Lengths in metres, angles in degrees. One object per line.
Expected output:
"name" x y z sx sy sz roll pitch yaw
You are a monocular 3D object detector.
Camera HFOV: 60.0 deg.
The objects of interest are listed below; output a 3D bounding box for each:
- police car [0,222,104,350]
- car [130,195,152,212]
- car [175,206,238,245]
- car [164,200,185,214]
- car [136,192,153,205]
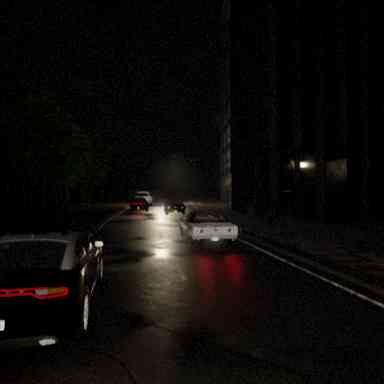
"police car" -2.860 1.410 6.565 1.930 1.638 5.238 0 0 -10
"car" -5.651 1.345 36.113 1.837 1.490 4.892 0 0 -5
"car" 0.559 1.553 15.354 1.895 1.301 4.718 0 0 -9
"car" -1.768 1.459 32.787 1.895 1.301 4.718 0 0 -6
"car" -6.734 1.003 46.510 2.150 2.045 5.566 0 0 -3
